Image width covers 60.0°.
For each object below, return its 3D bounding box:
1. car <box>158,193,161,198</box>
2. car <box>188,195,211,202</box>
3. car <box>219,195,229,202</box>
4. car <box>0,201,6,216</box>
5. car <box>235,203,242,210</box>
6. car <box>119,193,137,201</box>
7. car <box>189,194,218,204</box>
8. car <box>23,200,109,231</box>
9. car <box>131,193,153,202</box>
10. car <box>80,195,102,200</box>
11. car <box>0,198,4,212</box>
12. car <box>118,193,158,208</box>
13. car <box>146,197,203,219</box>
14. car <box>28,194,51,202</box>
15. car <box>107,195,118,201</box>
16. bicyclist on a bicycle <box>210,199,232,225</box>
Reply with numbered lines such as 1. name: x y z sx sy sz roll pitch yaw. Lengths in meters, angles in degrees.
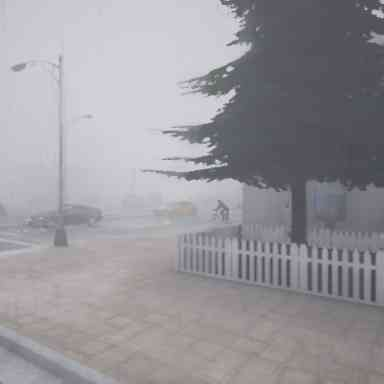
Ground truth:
1. car: -5.910 1.111 47.318 3.866 1.878 1.905 0 0 36
2. car: 1.592 1.340 70.151 4.514 1.523 2.007 0 0 36
3. car: 5.136 1.267 63.041 3.806 1.475 1.970 0 0 36
4. car: -18.335 1.407 29.783 3.633 1.501 1.845 0 0 36
5. car: 7.271 1.605 41.492 1.895 1.301 4.718 0 0 36
6. car: -15.013 1.138 77.719 3.866 1.878 1.905 0 0 36
7. car: 1.620 1.188 57.662 5.027 1.636 2.152 0 0 36
8. car: -7.872 1.496 20.742 2.128 1.511 4.902 0 0 36
9. car: -10.587 1.150 70.431 4.605 1.855 1.932 0 0 36
10. car: -18.493 1.351 60.779 4.514 1.523 2.007 0 0 36
11. car: -22.580 1.426 36.560 3.806 1.475 1.970 0 0 36
12. car: -7.287 1.131 44.727 4.605 1.855 1.932 0 0 36
13. car: -1.408 1.482 29.608 1.882 1.535 5.008 0 0 36
14. car: -24.408 1.373 52.725 3.633 1.501 1.845 0 0 36
15. car: -17.464 1.422 75.390 3.806 1.475 1.970 0 0 36
16. bicyclist on a bicycle: 1.876 1.297 21.408 1.656 1.620 0.582 0 0 36
